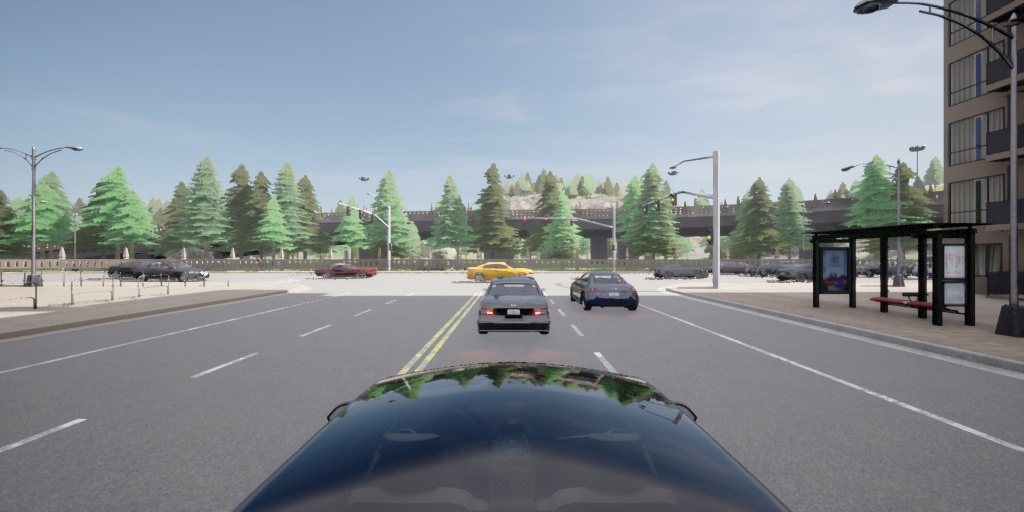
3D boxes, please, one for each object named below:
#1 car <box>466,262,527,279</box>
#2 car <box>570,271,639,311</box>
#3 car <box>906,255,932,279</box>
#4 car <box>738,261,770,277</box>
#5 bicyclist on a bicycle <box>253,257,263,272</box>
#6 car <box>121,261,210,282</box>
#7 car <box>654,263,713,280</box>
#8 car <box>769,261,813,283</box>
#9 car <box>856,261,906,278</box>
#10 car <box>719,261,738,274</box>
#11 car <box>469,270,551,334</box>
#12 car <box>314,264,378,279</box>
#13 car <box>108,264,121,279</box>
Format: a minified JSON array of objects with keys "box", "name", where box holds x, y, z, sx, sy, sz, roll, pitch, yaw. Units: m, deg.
[{"box":[-0.897,1.207,26.765,5.008,1.535,1.882,0,0,1],"name":"car"},{"box":[3.577,1.314,14.551,1.994,1.385,4.181,0,0,0],"name":"car"},{"box":[36.454,0.916,29.142,5.566,2.045,2.150,0,0,10],"name":"car"},{"box":[24.522,1.186,33.549,4.902,1.511,2.128,0,0,2],"name":"car"},{"box":[-29.468,0.995,41.636,0.582,1.620,1.656,0,0,1],"name":"bicyclist on a bicycle"},{"box":[-25.643,1.185,27.046,4.902,1.511,2.128,0,0,-2],"name":"car"},{"box":[14.125,1.258,30.070,4.181,1.385,1.994,0,0,1],"name":"car"},{"box":[21.996,1.258,26.464,4.181,1.385,1.994,0,0,1],"name":"car"},{"box":[33.860,1.186,33.007,4.902,1.511,2.128,0,0,6],"name":"car"},{"box":[22.405,1.242,37.129,5.357,1.411,2.033,0,0,1],"name":"car"},{"box":[0.058,1.297,10.540,2.033,1.411,5.357,0,0,1],"name":"car"},{"box":[-13.992,1.296,30.445,4.718,1.301,1.895,0,0,1],"name":"car"},{"box":[-31.327,1.172,30.625,5.008,1.535,1.882,0,0,0],"name":"car"}]
